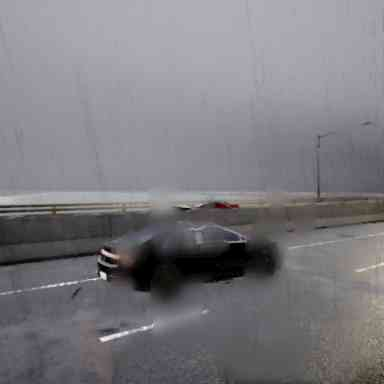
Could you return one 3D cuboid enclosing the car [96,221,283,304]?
[{"bbox_3d":[0.175,1.472,8.159,4.902,1.511,2.128,0,0,-35],"label":"car"}]

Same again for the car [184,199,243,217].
[{"bbox_3d":[2.078,1.466,31.170,5.357,1.411,2.033,0,0,-35],"label":"car"}]

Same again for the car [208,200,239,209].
[{"bbox_3d":[1.122,1.460,26.220,4.674,1.442,1.812,0,0,-35],"label":"car"}]

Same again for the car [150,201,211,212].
[{"bbox_3d":[-1.419,1.483,20.144,4.674,1.442,1.812,0,0,-35],"label":"car"}]
